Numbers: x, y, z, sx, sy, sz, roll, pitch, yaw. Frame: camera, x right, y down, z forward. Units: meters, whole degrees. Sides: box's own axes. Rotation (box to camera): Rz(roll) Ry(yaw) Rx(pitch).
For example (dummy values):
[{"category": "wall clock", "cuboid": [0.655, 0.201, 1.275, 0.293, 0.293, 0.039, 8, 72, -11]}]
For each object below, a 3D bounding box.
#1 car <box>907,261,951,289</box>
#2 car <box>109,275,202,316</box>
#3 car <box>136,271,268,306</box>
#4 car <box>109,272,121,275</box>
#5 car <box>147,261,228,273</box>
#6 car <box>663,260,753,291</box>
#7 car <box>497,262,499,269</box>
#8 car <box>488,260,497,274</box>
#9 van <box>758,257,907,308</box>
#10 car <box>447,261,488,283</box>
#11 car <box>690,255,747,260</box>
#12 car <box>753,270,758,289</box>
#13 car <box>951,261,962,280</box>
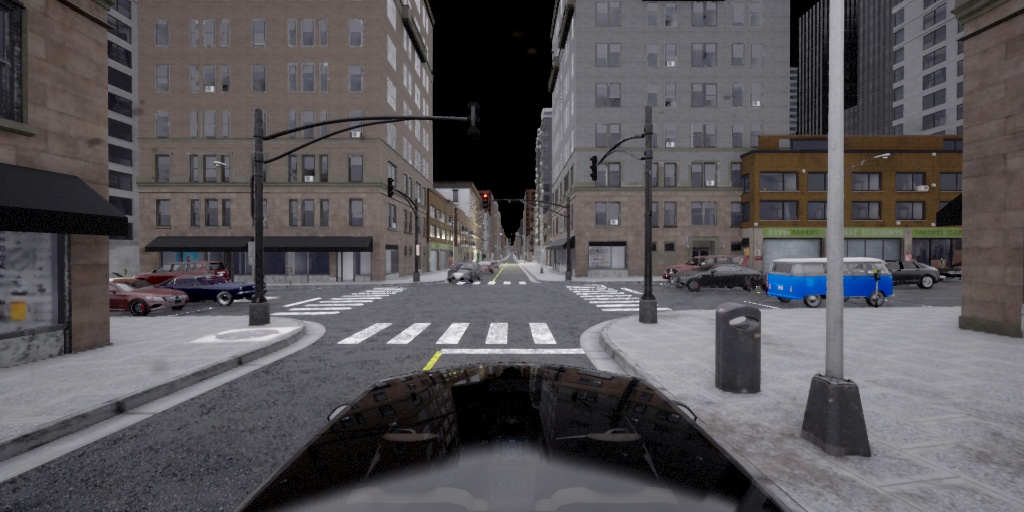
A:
[{"category": "car", "cuboid": [20.289, 0.980, 19.608, 4.892, 1.490, 1.837, -1, 0, 0]}, {"category": "car", "cuboid": [-14.817, 1.527, 13.666, 4.207, 1.307, 1.802, 0, 0, 0]}, {"category": "car", "cuboid": [-13.953, 1.517, 16.330, 4.718, 1.301, 1.895, -1, 0, 0]}, {"category": "car", "cuboid": [-26.017, 1.550, 22.165, 4.829, 1.417, 1.751, 0, 0, 0]}, {"category": "car", "cuboid": [-20.343, 1.270, 22.178, 5.009, 1.841, 2.192, 0, 0, 0]}, {"category": "car", "cuboid": [11.103, 1.113, 19.603, 4.674, 1.442, 1.812, -1, 0, 1]}, {"category": "car", "cuboid": [-3.069, 1.344, 56.335, 1.994, 1.385, 4.181, 0, 0, 1]}, {"category": "car", "cuboid": [-3.074, 1.286, 41.381, 1.812, 1.442, 4.674, 0, 0, 0]}, {"category": "van", "cuboid": [12.119, 0.957, 13.729, 3.998, 1.789, 1.690, 0, 0, 0]}, {"category": "car", "cuboid": [-3.543, 1.241, 27.714, 2.128, 1.511, 4.902, 0, 0, 6]}, {"category": "car", "cuboid": [12.098, 0.871, 22.255, 5.009, 1.841, 2.192, 0, 0, 0]}, {"category": "car", "cuboid": [13.897, 1.140, 16.410, 4.181, 1.385, 1.994, -1, 0, 0]}, {"category": "car", "cuboid": [28.926, 0.915, 22.295, 4.313, 1.339, 1.948, 0, 0, 0]}]
